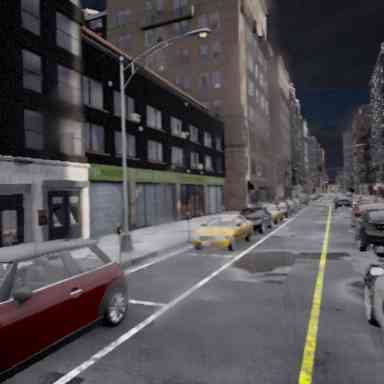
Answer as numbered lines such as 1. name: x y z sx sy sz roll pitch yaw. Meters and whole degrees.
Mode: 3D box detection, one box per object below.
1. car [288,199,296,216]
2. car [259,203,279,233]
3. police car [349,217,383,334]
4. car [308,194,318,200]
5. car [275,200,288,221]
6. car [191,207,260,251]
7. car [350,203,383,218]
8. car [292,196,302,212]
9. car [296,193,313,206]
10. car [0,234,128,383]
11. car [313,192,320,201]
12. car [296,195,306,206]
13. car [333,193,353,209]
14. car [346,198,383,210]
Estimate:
1. car: 7.857 1.549 29.640 1.802 1.307 4.206 -2 0 23
2. car: 3.630 1.592 19.674 1.947 1.339 4.313 -2 0 23
3. police car: 3.331 1.353 3.848 1.930 1.638 5.238 -2 0 18
4. car: 28.771 1.191 78.957 1.887 1.381 4.507 -2 0 23
5. car: 5.676 1.523 24.500 1.752 1.417 4.829 -2 0 23
6. car: 1.450 1.581 14.534 1.752 1.417 4.829 -2 0 23
7. car: 7.403 1.374 12.948 1.837 1.490 4.892 -2 0 23
8. car: 9.970 1.487 34.623 2.008 1.369 4.403 -2 0 23
9. car: 16.303 1.154 49.574 2.192 1.841 5.009 -2 0 23
10. car: -2.713 1.553 4.726 1.967 1.590 4.097 -2 0 23
11. car: 26.641 1.231 73.935 2.008 1.369 4.403 -2 0 23
12. car: 12.083 1.455 39.606 2.008 1.369 4.403 -2 0 23
13. car: 17.696 1.238 38.991 1.837 1.490 4.892 -2 0 24
14. car: 9.845 1.311 18.429 1.882 1.535 5.008 -2 0 23
